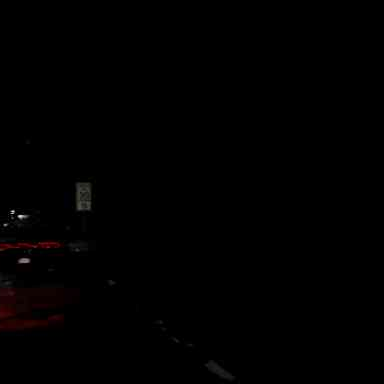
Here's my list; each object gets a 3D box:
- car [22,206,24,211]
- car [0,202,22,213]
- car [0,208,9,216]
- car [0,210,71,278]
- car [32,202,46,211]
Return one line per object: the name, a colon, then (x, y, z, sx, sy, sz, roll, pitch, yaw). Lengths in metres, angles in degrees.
car: (-23.078, 2.264, 43.568, 2.033, 1.411, 5.357, -1, -1, -25)
car: (-17.268, 1.832, 30.697, 2.097, 1.767, 4.553, -1, -1, -24)
car: (-13.285, 1.930, 21.422, 1.895, 1.301, 4.718, -1, 0, -23)
car: (-4.969, 1.572, 10.543, 1.882, 1.535, 5.008, 0, -1, -20)
car: (-25.641, 2.424, 55.568, 1.837, 1.490, 4.892, -1, -1, -27)
